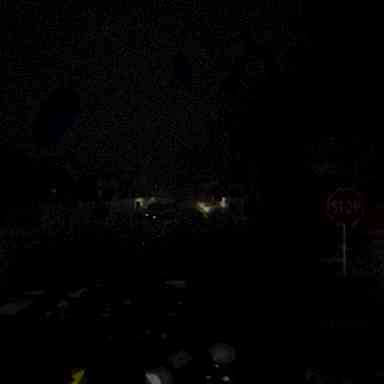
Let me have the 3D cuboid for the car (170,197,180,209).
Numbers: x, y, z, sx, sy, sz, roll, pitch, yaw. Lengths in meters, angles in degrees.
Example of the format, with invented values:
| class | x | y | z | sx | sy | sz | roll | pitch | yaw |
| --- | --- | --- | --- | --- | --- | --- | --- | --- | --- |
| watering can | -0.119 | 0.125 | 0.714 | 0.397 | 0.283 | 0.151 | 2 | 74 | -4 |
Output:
| class | x | y | z | sx | sy | sz | roll | pitch | yaw |
| --- | --- | --- | --- | --- | --- | --- | --- | --- | --- |
| car | -3.196 | 1.829 | 51.287 | 1.812 | 1.442 | 4.674 | 0 | 0 | -1 |

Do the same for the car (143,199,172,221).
| class | x | y | z | sx | sy | sz | roll | pitch | yaw |
| --- | --- | --- | --- | --- | --- | --- | --- | --- | --- |
| car | -2.999 | 1.691 | 28.581 | 1.837 | 1.490 | 4.892 | 0 | 1 | 0 |
